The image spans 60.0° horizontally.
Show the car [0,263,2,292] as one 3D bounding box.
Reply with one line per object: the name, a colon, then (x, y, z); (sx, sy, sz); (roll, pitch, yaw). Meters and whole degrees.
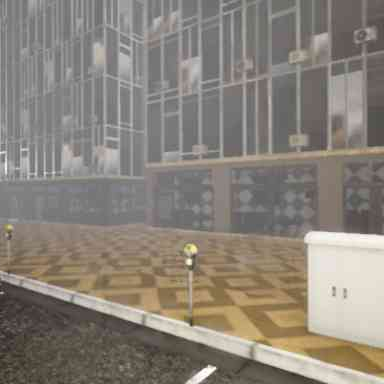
car: (-5.745, 1.560, 6.971); (4.507, 1.381, 1.887); (0, 0, 35)
